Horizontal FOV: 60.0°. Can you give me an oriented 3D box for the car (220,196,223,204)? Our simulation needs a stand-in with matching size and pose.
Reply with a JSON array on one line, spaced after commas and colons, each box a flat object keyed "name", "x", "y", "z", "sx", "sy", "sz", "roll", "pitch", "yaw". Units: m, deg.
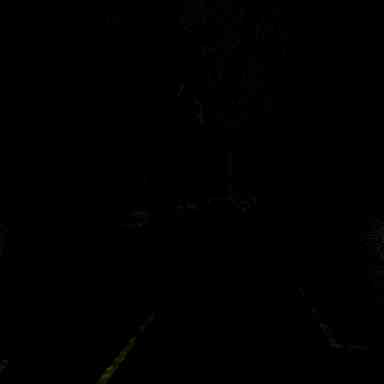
[{"name": "car", "x": 4.945, "y": 2.098, "z": 69.763, "sx": 1.802, "sy": 1.307, "sz": 4.206, "roll": 0, "pitch": 0, "yaw": 9}]

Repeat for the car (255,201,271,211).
[{"name": "car", "x": 9.832, "y": 1.904, "z": 46.142, "sx": 1.947, "sy": 1.339, "sz": 4.313, "roll": 0, "pitch": 0, "yaw": 9}]

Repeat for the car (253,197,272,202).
[{"name": "car", "x": 8.951, "y": 1.608, "z": 40.576, "sx": 2.192, "sy": 1.841, "sz": 5.009, "roll": 0, "pitch": 0, "yaw": 9}]

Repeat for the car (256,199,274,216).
[{"name": "car", "x": 8.067, "y": 1.793, "z": 35.004, "sx": 1.887, "sy": 1.381, "sz": 4.507, "roll": 0, "pitch": 0, "yaw": 9}]

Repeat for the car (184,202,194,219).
[{"name": "car", "x": -1.234, "y": 1.779, "z": 30.775, "sx": 1.802, "sy": 1.307, "sz": 4.206, "roll": 0, "pitch": 0, "yaw": 9}]

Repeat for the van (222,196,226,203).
[{"name": "van", "x": 6.710, "y": 1.967, "z": 80.905, "sx": 1.690, "sy": 1.788, "sz": 3.998, "roll": 0, "pitch": -1, "yaw": 9}]

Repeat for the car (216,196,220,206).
[{"name": "car", "x": 3.180, "y": 1.737, "z": 58.626, "sx": 2.192, "sy": 1.841, "sz": 5.009, "roll": 0, "pitch": 0, "yaw": 9}]

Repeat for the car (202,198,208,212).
[{"name": "car", "x": 0.531, "y": 1.851, "z": 41.915, "sx": 1.947, "sy": 1.339, "sz": 4.313, "roll": 0, "pitch": 0, "yaw": 9}]

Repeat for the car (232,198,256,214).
[{"name": "car", "x": 6.143, "y": 1.768, "z": 39.260, "sx": 2.128, "sy": 1.511, "sz": 4.902, "roll": 0, "pitch": 0, "yaw": 9}]

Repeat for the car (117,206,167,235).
[{"name": "car", "x": -3.000, "y": 1.699, "z": 19.635, "sx": 1.802, "sy": 1.307, "sz": 4.206, "roll": 0, "pitch": 0, "yaw": 9}]

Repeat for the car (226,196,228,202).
[{"name": "car", "x": 7.592, "y": 2.124, "z": 86.474, "sx": 1.967, "sy": 1.590, "sz": 4.097, "roll": 0, "pitch": -1, "yaw": 9}]

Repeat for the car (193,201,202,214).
[{"name": "car", "x": -0.378, "y": 1.764, "z": 36.177, "sx": 1.752, "sy": 1.417, "sz": 4.829, "roll": 0, "pitch": 0, "yaw": 9}]

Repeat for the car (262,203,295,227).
[{"name": "car", "x": 6.302, "y": 1.730, "z": 23.866, "sx": 1.947, "sy": 1.339, "sz": 4.313, "roll": 0, "pitch": 0, "yaw": 9}]

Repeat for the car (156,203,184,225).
[{"name": "car", "x": -2.117, "y": 1.596, "z": 25.205, "sx": 1.967, "sy": 1.590, "sz": 4.097, "roll": 0, "pitch": 0, "yaw": 9}]

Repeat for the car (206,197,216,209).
[{"name": "car", "x": 2.296, "y": 1.921, "z": 53.055, "sx": 1.887, "sy": 1.381, "sz": 4.507, "roll": 0, "pitch": 0, "yaw": 9}]
